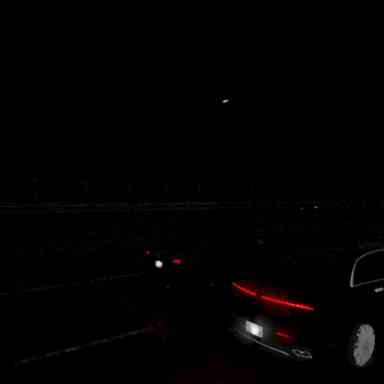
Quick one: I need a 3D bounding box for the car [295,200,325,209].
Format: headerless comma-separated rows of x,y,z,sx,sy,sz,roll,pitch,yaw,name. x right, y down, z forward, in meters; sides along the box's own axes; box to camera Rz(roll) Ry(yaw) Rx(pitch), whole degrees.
13.522,1.644,35.171,4.553,1.767,2.097,1,0,-35,car

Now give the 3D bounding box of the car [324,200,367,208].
15.366,1.767,32.188,5.008,1.535,1.882,1,0,-36,car

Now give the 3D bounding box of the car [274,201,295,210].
11.463,1.783,38.001,4.902,1.511,2.128,1,0,-35,car

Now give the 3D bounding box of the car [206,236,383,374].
2.780,1.556,5.736,4.892,1.490,1.837,1,0,-36,car

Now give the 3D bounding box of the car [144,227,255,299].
0.874,1.616,8.677,4.181,1.385,1.994,1,0,-36,car
